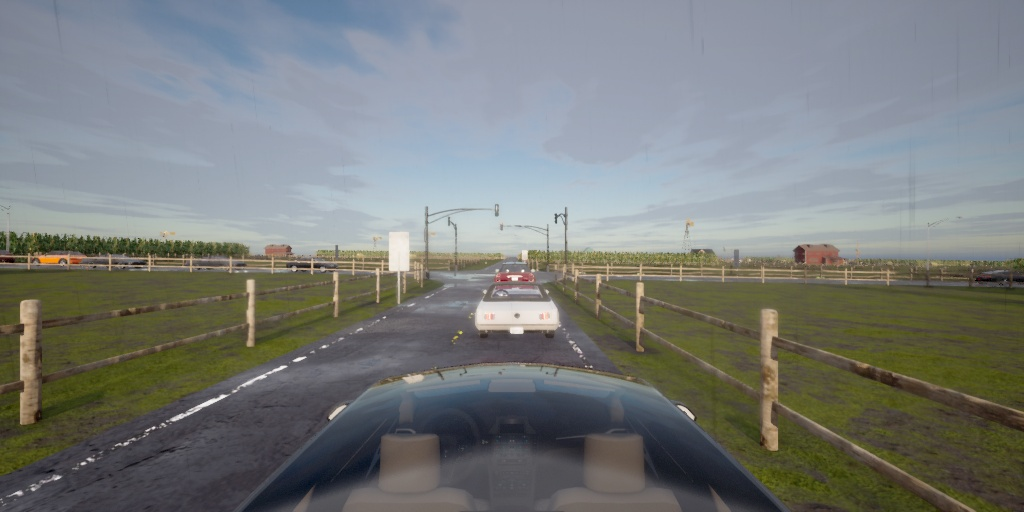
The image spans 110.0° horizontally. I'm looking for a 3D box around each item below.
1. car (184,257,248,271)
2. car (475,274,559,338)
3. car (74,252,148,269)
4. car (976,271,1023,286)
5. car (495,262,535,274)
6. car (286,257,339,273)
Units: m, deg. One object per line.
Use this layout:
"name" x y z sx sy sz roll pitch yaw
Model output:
"car" -30.237 0.759 36.701 5.357 1.411 2.033 1 0 0
"car" 0.117 1.351 10.098 1.895 1.301 4.718 0 0 0
"car" -40.759 0.570 36.729 5.357 1.411 2.033 1 0 1
"car" 50.498 2.254 36.522 4.892 1.490 1.837 1 0 0
"car" 0.164 1.103 19.087 2.097 1.767 4.553 0 0 1
"car" -20.348 0.896 36.674 4.892 1.490 1.837 1 0 0
